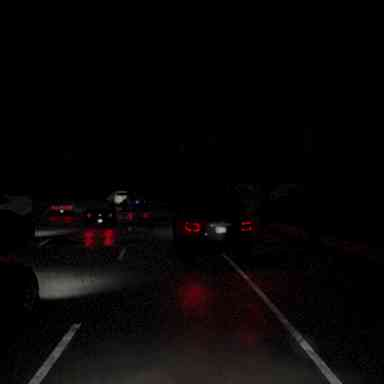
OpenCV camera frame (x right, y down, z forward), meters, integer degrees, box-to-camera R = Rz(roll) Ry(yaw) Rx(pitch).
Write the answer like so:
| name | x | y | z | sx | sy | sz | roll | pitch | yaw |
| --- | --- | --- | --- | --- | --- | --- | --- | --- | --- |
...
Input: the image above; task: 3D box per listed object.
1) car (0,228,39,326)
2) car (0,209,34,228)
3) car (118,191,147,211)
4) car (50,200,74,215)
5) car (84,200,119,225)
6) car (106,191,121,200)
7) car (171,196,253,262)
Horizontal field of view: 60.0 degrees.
| name | x | y | z | sx | sy | sz | roll | pitch | yaw |
| --- | --- | --- | --- | --- | --- | --- | --- | --- | --- |
| car | -3.673 | 1.497 | 4.240 | 1.812 | 1.442 | 4.674 | 0 | 0 | -3 |
| car | -8.063 | 1.433 | 13.690 | 1.812 | 1.442 | 4.674 | 0 | 0 | -8 |
| car | -6.381 | 1.100 | 36.281 | 2.097 | 1.767 | 4.553 | 0 | 0 | -21 |
| car | -12.198 | 1.386 | 31.501 | 1.895 | 1.301 | 4.718 | 0 | 0 | -18 |
| car | -6.109 | 1.445 | 22.534 | 1.895 | 1.301 | 4.718 | 0 | 0 | -12 |
| car | -10.289 | 0.900 | 46.043 | 2.150 | 2.045 | 5.566 | 0 | 0 | -27 |
| car | 0.511 | 1.138 | 11.975 | 2.150 | 2.045 | 5.566 | 0 | 0 | -7 |
